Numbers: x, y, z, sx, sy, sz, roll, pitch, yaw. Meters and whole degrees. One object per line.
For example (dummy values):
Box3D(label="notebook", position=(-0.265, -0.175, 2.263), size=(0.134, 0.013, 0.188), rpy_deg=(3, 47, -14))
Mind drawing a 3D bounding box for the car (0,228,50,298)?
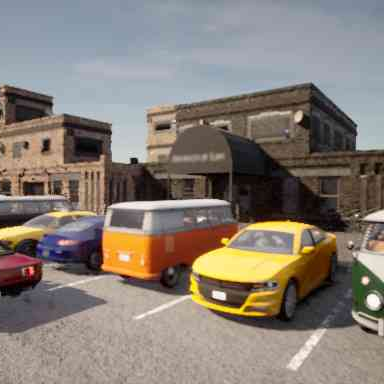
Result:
Box3D(label="car", position=(-5.346, 1.544, 7.184), size=(4.718, 1.301, 1.895), rpy_deg=(0, 0, 35))

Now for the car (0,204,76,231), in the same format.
Box3D(label="car", position=(-4.941, 1.403, 12.252), size=(1.946, 1.575, 5.366), rpy_deg=(0, 0, 36))

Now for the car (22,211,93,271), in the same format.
Box3D(label="car", position=(-2.590, 1.464, 10.800), size=(2.002, 1.452, 4.674), rpy_deg=(0, 0, 36))

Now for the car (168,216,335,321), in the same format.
Box3D(label="car", position=(1.904, 1.461, 7.604), size=(2.097, 1.535, 5.008), rpy_deg=(0, 0, 36))

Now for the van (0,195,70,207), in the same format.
Box3D(label="van", position=(-7.010, 1.163, 14.100), size=(1.878, 1.987, 4.442), rpy_deg=(0, 0, 36))

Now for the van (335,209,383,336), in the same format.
Box3D(label="van", position=(4.079, 1.254, 5.902), size=(1.878, 1.987, 4.442), rpy_deg=(0, 0, 36))

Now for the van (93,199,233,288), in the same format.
Box3D(label="van", position=(-0.275, 1.216, 9.295), size=(1.878, 1.987, 4.442), rpy_deg=(0, 0, 36))
